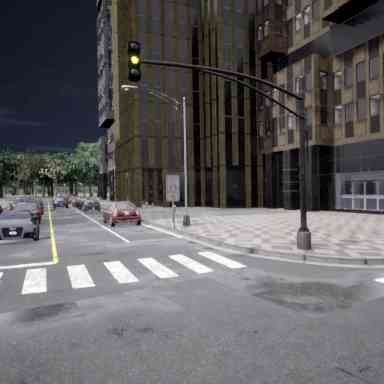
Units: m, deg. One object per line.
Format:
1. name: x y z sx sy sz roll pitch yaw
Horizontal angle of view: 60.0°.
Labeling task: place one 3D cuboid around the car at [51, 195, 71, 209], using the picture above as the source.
1. car: -17.939 1.499 45.450 1.812 1.442 4.674 -1 0 -24

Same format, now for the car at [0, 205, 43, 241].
1. car: -8.537 1.596 16.200 1.994 1.385 4.181 -1 1 -24

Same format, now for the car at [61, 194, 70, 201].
1. car: -33.074 1.380 86.986 1.967 1.590 4.097 -1 1 -24

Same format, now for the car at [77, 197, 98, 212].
1. car: -11.303 1.465 37.159 2.008 1.369 4.403 -1 1 -24

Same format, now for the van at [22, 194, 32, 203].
1. van: -36.533 1.449 73.608 1.690 1.788 3.998 -1 1 -24

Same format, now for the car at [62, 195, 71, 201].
1. car: -30.895 1.480 82.005 1.887 1.381 4.507 -1 1 -24

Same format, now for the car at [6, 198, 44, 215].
1. car: -12.142 1.511 24.475 1.882 1.535 5.008 -1 1 -23

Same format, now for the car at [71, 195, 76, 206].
1. car: -15.657 1.461 47.125 1.887 1.381 4.507 -1 1 -24

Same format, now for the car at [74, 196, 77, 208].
1. car: -13.480 1.460 42.142 1.887 1.381 4.507 -1 1 -24

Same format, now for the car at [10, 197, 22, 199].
1. car: -21.223 1.617 38.574 1.752 1.417 4.829 -1 1 -24

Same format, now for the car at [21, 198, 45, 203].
1. car: -16.024 1.597 33.521 1.994 1.385 4.181 -1 1 -23

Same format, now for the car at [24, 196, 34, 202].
1. car: -40.882 1.682 83.575 1.947 1.339 4.313 -1 1 -24

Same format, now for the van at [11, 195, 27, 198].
1. van: -25.649 1.436 48.694 1.690 1.788 3.998 -1 1 -24

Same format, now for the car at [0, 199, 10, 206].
1. car: -14.765 1.403 23.779 2.192 1.841 5.009 -1 1 -24

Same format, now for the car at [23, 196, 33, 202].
1. car: -38.638 1.637 78.437 1.752 1.417 4.829 -1 1 -24

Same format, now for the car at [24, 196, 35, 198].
1. car: -20.144 1.583 43.004 2.033 1.411 5.357 -1 0 -24

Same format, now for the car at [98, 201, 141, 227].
1. car: -4.775 1.352 22.210 1.967 1.590 4.097 -1 1 -24
